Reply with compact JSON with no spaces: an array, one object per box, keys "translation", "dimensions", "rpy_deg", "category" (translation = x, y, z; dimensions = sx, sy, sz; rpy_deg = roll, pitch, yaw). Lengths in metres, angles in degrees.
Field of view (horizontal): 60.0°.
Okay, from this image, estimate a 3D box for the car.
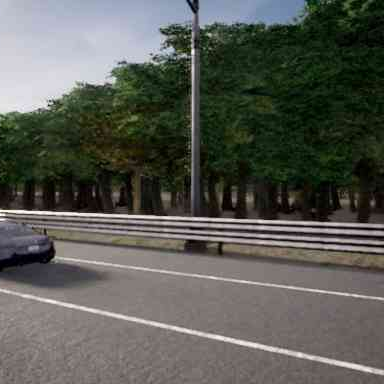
[{"translation":[-6.507,1.666,10.977],"dimensions":[4.181,1.385,1.994],"rpy_deg":[0,-1,29],"category":"car"}]
